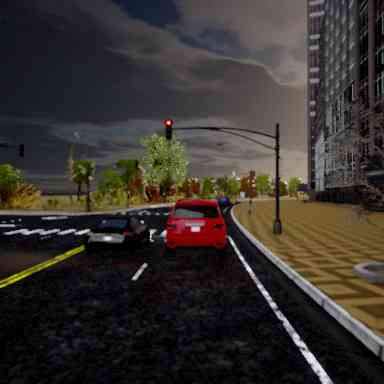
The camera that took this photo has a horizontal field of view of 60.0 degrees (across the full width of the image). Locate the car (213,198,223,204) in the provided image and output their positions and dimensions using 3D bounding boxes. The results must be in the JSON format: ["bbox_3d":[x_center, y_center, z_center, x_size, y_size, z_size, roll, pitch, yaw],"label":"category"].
[{"bbox_3d":[6.892,2.228,86.839,1.812,1.442,4.674,0,-1,14],"label":"car"}]

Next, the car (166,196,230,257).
[{"bbox_3d":[0.213,1.349,13.798,2.150,2.045,5.566,0,0,2],"label":"car"}]

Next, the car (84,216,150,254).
[{"bbox_3d":[-3.030,1.699,14.198,1.994,1.385,4.181,0,-1,2],"label":"car"}]

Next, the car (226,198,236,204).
[{"bbox_3d":[10.153,2.247,86.497,2.128,1.511,4.902,0,-1,14],"label":"car"}]

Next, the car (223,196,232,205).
[{"bbox_3d":[7.475,1.933,74.521,2.150,2.045,5.566,0,-1,12],"label":"car"}]

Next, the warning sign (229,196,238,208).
[{"bbox_3d":[6.825,1.648,54.566,1.300,1.860,1.060,0,0,9],"label":"warning sign"}]

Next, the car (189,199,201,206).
[{"bbox_3d":[0.731,2.271,73.949,1.994,1.385,4.181,0,-1,11],"label":"car"}]

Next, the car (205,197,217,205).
[{"bbox_3d":[4.354,2.085,75.486,2.097,1.767,4.553,0,-1,12],"label":"car"}]

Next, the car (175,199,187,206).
[{"bbox_3d":[-2.442,2.246,74.653,1.812,1.442,4.674,0,-1,11],"label":"car"}]
